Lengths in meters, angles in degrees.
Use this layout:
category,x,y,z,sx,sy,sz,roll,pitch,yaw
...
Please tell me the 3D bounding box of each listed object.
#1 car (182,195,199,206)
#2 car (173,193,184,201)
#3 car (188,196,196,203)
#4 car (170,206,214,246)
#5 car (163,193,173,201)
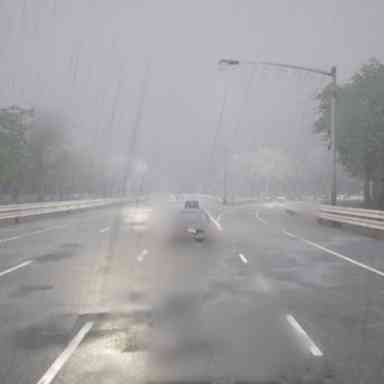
category,x,y,z,sx,sy,sz,roll,pitch,yaw
car,-0.004,1.533,46.787,1.882,1.535,5.008,0,0,0
car,-3.502,1.400,93.260,2.150,2.045,5.566,0,0,0
car,-0.001,1.618,75.964,1.837,1.490,4.892,0,0,0
car,-0.001,1.566,15.271,2.033,1.411,5.357,0,0,0
car,-7.001,1.729,93.646,1.994,1.385,4.181,0,0,0
